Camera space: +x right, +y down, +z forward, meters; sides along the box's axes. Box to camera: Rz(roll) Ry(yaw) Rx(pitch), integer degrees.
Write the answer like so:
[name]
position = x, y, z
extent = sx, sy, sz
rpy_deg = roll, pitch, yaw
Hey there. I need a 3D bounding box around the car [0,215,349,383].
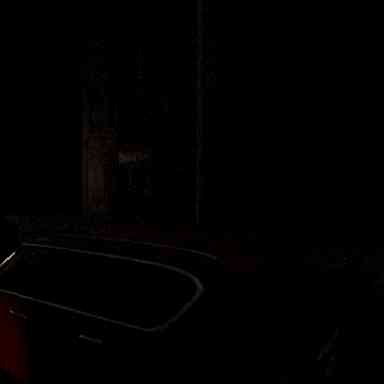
[car]
position = -0.959, 1.310, 3.762
extent = 5.009, 1.841, 2.192
rpy_deg = 0, 0, 35
